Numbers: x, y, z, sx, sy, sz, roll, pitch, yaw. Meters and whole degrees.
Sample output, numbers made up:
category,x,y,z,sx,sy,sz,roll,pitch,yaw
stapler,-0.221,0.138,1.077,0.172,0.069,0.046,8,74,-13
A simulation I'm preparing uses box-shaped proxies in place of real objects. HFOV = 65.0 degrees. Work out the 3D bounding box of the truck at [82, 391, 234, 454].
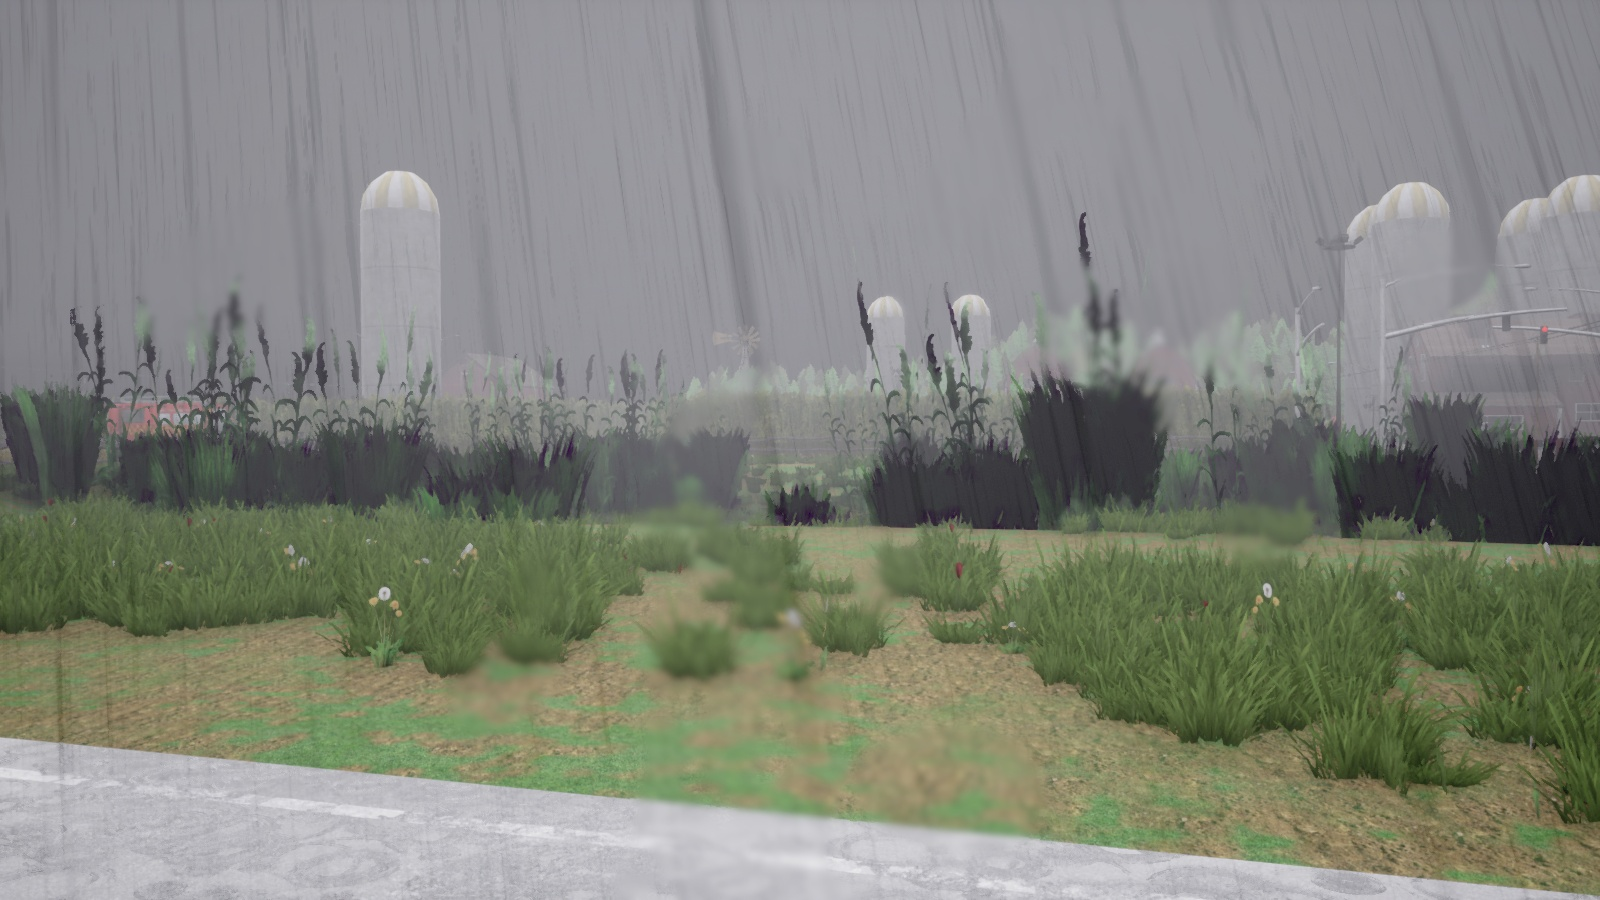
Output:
category,x,y,z,sx,sy,sz,roll,pitch,yaw
truck,-39.895,-1.733,78.091,8.468,3.827,2.891,1,1,12
